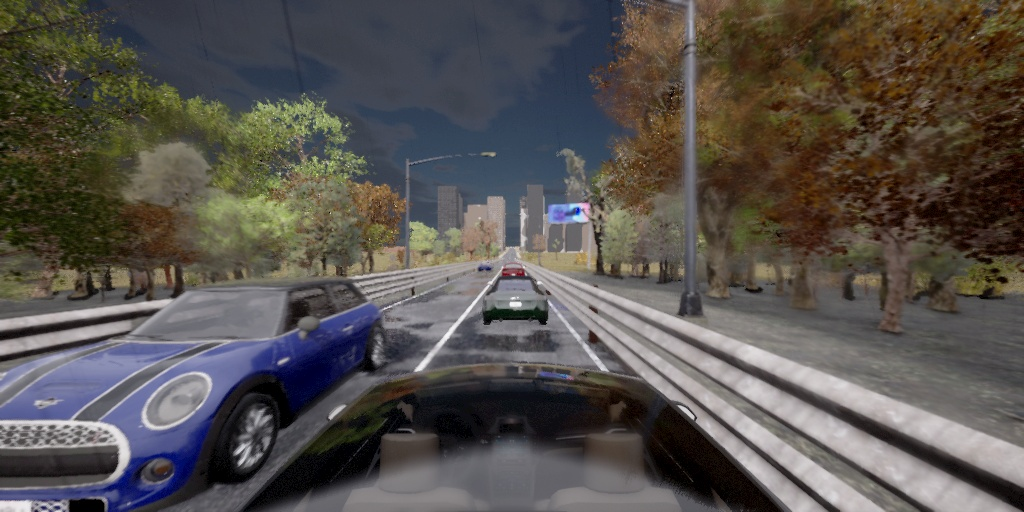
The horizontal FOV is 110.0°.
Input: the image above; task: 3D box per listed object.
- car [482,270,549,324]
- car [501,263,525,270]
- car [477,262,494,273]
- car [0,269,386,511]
[{"bbox_3d":[0.101,1.333,12.072,1.994,1.385,4.181,0,0,0],"label":"car"},{"bbox_3d":[0.102,1.303,30.331,1.882,1.535,5.008,0,0,0],"label":"car"},{"bbox_3d":[-3.349,1.474,45.904,1.895,1.301,4.718,0,0,0],"label":"car"},{"bbox_3d":[-3.348,1.104,4.630,2.097,1.767,4.553,0,0,0],"label":"car"}]
